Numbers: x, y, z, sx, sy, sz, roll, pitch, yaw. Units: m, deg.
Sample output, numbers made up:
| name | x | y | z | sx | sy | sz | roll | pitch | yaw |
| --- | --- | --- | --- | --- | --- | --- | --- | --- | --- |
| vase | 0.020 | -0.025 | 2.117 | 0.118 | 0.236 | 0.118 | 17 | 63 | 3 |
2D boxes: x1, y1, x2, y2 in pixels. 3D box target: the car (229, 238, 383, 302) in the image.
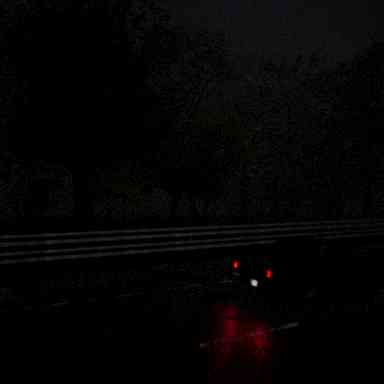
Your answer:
| name | x | y | z | sx | sy | sz | roll | pitch | yaw |
| --- | --- | --- | --- | --- | --- | --- | --- | --- | --- |
| car | 3.467 | 1.905 | 8.984 | 4.718 | 1.301 | 1.895 | 1 | -2 | -27 |
